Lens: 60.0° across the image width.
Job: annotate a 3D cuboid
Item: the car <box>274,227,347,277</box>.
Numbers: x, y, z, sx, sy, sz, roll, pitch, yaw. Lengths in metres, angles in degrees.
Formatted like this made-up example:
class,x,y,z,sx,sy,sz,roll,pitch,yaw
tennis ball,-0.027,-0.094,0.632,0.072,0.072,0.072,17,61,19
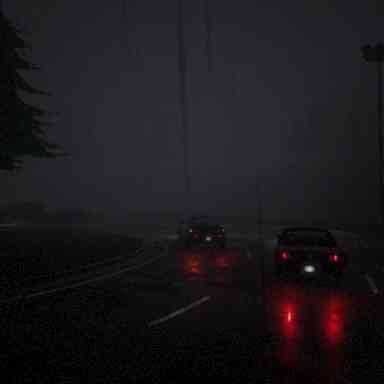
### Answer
class,x,y,z,sx,sy,sz,roll,pitch,yaw
car,3.761,1.831,11.157,1.895,1.301,4.718,0,-1,15

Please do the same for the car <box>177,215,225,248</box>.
class,x,y,z,sx,sy,sz,roll,pitch,yaw
car,0.414,1.886,16.778,1.812,1.442,4.674,1,-1,-8

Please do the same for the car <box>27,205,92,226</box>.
class,x,y,z,sx,sy,sz,roll,pitch,yaw
car,-11.295,2.154,29.191,4.902,1.511,2.128,0,-2,3

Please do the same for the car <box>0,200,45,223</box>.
class,x,y,z,sx,sy,sz,roll,pitch,yaw
car,-16.837,1.963,32.048,5.566,2.045,2.150,0,-2,-13
